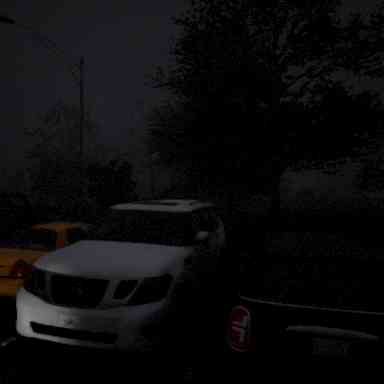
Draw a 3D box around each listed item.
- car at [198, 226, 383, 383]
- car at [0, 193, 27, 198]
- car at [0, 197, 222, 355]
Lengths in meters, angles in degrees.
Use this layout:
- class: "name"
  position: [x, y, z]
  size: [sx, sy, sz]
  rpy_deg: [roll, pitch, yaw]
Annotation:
- class: "car"
  position: [1.719, 1.353, 4.858]
  size: [2.185, 1.767, 4.553]
  rpy_deg: [1, 0, 15]
- class: "car"
  position: [-8.033, 1.045, 11.650]
  size: [2.435, 2.045, 5.566]
  rpy_deg: [2, 0, 14]
- class: "car"
  position: [-0.705, 1.196, 6.573]
  size: [2.435, 2.045, 5.566]
  rpy_deg: [1, 0, 15]
